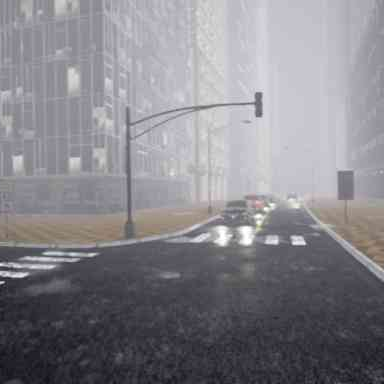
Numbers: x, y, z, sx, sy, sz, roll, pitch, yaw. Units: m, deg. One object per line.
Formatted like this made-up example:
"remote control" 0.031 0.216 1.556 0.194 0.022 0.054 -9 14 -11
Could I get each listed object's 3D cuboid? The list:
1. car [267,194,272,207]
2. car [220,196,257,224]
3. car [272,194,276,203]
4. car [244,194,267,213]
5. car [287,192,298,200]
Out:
"car" 8.491 1.055 41.058 1.812 1.442 4.674 -1 1 18
"car" 3.173 1.276 22.870 1.837 1.490 4.892 -1 0 15
"car" 11.585 0.994 50.504 1.895 1.301 4.718 -1 1 19
"car" 5.648 1.010 31.665 2.097 1.767 4.553 -1 0 17
"car" 18.147 0.736 60.224 2.033 1.411 5.357 -1 1 20
